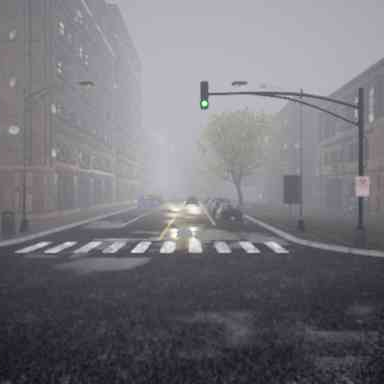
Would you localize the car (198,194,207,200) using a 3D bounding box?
[{"bbox_3d":[2.708,1.340,86.807,2.008,1.369,4.403,0,0,0],"label":"car"}]

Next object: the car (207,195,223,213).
[{"bbox_3d":[2.696,1.343,29.839,1.967,1.590,4.097,0,0,0],"label":"car"}]

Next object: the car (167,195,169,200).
[{"bbox_3d":[-5.678,1.400,58.327,1.947,1.339,4.313,0,0,0],"label":"car"}]

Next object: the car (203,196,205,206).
[{"bbox_3d":[2.699,1.454,41.233,1.802,1.307,4.206,0,0,0],"label":"car"}]

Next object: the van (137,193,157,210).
[{"bbox_3d":[-5.683,1.212,41.236,1.690,1.788,3.998,0,0,0],"label":"van"}]

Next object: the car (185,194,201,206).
[{"bbox_3d":[0.012,1.326,50.915,1.882,1.535,5.008,0,0,0],"label":"car"}]

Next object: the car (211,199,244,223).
[{"bbox_3d":[2.695,1.470,24.142,2.008,1.369,4.403,0,0,0],"label":"car"}]

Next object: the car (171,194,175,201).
[{"bbox_3d":[-5.674,1.323,80.944,1.752,1.417,4.829,0,0,0],"label":"car"}]

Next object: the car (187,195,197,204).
[{"bbox_3d":[0.014,1.354,61.332,1.812,1.442,4.674,0,0,0],"label":"car"}]

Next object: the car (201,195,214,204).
[{"bbox_3d":[2.702,1.274,58.323,1.967,1.590,4.097,0,0,0],"label":"car"}]

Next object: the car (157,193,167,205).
[{"bbox_3d":[-5.680,1.160,52.629,2.192,1.841,5.009,0,0,0],"label":"car"}]

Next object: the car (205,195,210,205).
[{"bbox_3d":[2.697,1.327,35.535,1.967,1.590,4.097,0,0,0],"label":"car"}]

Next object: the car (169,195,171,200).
[{"bbox_3d":[-5.677,1.375,64.023,2.008,1.369,4.403,0,0,0],"label":"car"}]

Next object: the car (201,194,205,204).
[{"bbox_3d":[2.701,1.396,52.626,2.008,1.369,4.403,0,0,0],"label":"car"}]

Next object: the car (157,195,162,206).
[{"bbox_3d":[-5.681,1.439,46.933,1.802,1.307,4.206,0,0,0],"label":"car"}]
